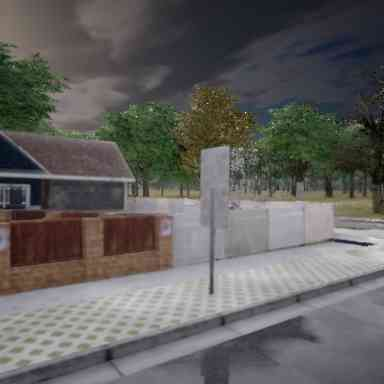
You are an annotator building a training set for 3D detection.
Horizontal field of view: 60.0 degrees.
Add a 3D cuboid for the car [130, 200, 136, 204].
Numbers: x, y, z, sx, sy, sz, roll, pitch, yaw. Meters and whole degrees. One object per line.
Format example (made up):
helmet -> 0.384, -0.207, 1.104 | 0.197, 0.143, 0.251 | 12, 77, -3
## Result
car -> -7.231, 1.479, 44.561 | 1.994, 1.385, 4.181 | 1, -1, -35
